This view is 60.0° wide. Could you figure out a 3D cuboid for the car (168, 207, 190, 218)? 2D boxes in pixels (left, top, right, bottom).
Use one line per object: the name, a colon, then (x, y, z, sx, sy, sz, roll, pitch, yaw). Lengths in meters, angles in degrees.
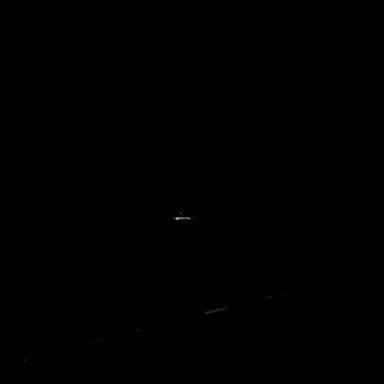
car: (-2.097, 3.163, 51.496, 1.837, 1.490, 4.892, 1, -3, -28)
